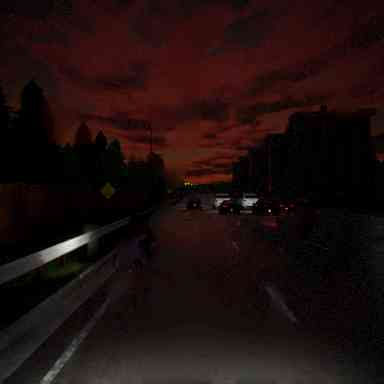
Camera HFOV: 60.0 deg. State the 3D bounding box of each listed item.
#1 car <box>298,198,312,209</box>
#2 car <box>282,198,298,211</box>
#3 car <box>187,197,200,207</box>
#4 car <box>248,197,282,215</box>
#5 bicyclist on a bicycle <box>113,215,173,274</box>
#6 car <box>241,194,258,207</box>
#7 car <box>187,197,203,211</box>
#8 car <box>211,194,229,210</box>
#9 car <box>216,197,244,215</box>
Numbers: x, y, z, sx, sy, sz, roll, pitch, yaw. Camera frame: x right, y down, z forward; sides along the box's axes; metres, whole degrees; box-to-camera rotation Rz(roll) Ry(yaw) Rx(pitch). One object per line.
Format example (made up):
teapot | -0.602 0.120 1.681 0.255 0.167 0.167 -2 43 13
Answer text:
car | 14.338 1.478 44.319 1.882 1.535 5.008 0 0 0
car | 10.824 1.601 40.228 1.895 1.301 4.718 0 0 0
car | 0.262 1.526 51.037 1.812 1.442 4.674 0 0 0
car | 7.291 1.505 33.609 1.837 1.490 4.892 0 0 0
bicyclist on a bicycle | -1.362 1.455 9.091 1.656 1.620 0.582 -2 0 0
car | 7.333 1.221 43.513 2.150 2.045 5.566 0 0 0
car | 0.336 1.547 40.686 2.033 1.411 5.357 0 0 0
car | 3.832 1.221 43.951 2.150 2.045 5.566 0 0 0
car | 3.793 1.526 34.041 1.812 1.442 4.674 0 0 0
